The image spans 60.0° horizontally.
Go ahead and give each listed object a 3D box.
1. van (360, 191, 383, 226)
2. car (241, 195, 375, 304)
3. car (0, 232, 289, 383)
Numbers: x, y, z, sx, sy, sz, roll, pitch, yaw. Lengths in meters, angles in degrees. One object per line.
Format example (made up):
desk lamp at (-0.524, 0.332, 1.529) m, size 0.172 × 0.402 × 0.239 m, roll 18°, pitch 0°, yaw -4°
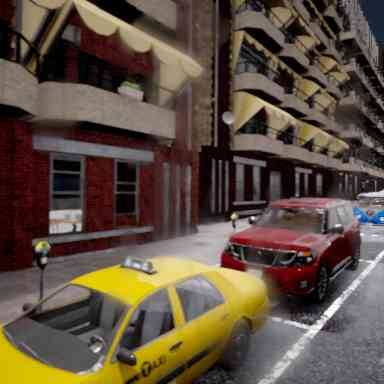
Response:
van at (9.402, 0.926, 16.882) m, size 1.690 × 1.788 × 3.998 m, roll 2°, pitch 3°, yaw 37°
car at (2.693, 1.125, 8.093) m, size 2.192 × 1.841 × 5.009 m, roll 2°, pitch 3°, yaw 37°
car at (-0.769, 1.453, 3.570) m, size 1.752 × 1.417 × 4.829 m, roll 2°, pitch 3°, yaw 37°
